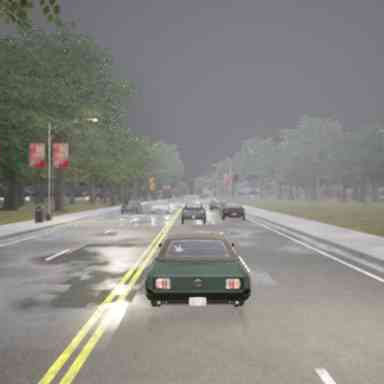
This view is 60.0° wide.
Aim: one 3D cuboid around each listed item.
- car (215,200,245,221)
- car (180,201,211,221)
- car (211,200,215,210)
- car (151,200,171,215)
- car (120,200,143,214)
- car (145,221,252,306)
[{"bbox_3d":[3.348,1.557,28.503,1.882,1.535,5.008,0,0,0],"label":"car"},{"bbox_3d":[0.117,1.561,25.802,2.128,1.511,4.902,0,0,0],"label":"car"},{"bbox_3d":[3.349,1.709,45.235,1.994,1.385,4.181,0,0,0],"label":"car"},{"bbox_3d":[-3.319,1.634,36.092,1.812,1.442,4.674,0,0,0],"label":"car"},{"bbox_3d":[-6.567,1.616,36.406,1.837,1.490,4.892,0,-1,0],"label":"car"},{"bbox_3d":[0.105,1.617,7.986,1.895,1.301,4.718,0,0,0],"label":"car"}]
